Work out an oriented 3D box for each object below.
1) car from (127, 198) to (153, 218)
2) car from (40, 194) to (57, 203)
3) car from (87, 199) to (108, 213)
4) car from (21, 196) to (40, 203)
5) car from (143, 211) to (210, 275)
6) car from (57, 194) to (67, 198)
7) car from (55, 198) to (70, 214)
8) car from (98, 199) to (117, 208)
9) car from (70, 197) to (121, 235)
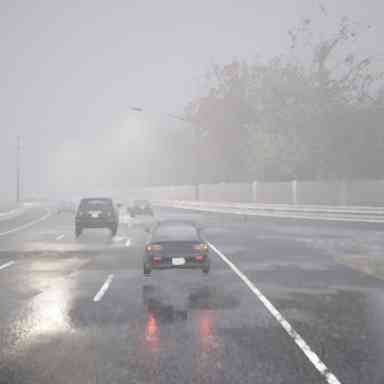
[{"bbox_3d":[-5.028,1.442,31.949,2.097,1.767,4.553,0,0,-16],"label":"car"},{"bbox_3d":[-32.527,1.630,73.713,2.128,1.511,4.902,0,0,-45],"label":"car"},{"bbox_3d":[-11.380,1.610,39.902,1.882,1.535,5.008,0,0,-21],"label":"car"},{"bbox_3d":[-35.117,1.587,71.358,1.882,1.535,5.008,0,0,-45],"label":"car"},{"bbox_3d":[-0.546,1.551,10.483,1.812,1.442,4.674,0,0,-5],"label":"car"},{"bbox_3d":[-32.568,1.812,83.833,1.837,1.490,4.892,0,0,-28],"label":"car"},{"bbox_3d":[-13.999,1.684,37.117,2.033,1.411,5.357,0,0,-21],"label":"car"},{"bbox_3d":[-13.400,1.769,52.565,1.895,1.301,4.718,0,0,-28],"label":"car"},{"bbox_3d":[-5.406,1.286,19.455,2.150,2.045,5.566,0,0,-11],"label":"car"}]
